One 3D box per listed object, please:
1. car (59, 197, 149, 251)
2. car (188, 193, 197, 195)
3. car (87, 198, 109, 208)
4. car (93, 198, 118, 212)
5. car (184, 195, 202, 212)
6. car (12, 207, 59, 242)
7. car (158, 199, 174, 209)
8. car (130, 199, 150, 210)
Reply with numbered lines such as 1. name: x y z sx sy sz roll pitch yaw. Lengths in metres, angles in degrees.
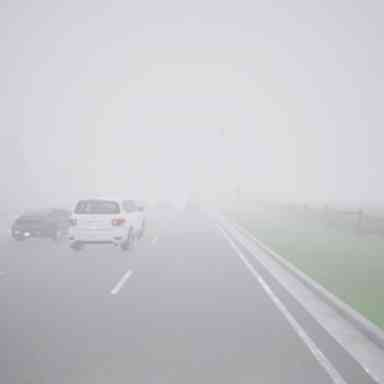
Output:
1. car: -3.400 1.225 14.195 2.150 2.045 5.566 0 0 0
2. car: 0.097 1.237 65.740 2.150 2.045 5.566 0 0 0
3. car: -13.902 1.575 49.499 1.994 1.385 4.181 0 0 0
4. car: -10.401 1.535 40.327 1.812 1.442 4.674 0 0 0
5. car: 0.100 1.488 39.067 1.882 1.535 5.008 0 0 0
6. car: -6.901 1.509 16.357 1.837 1.490 4.892 0 0 0
7. car: -3.400 1.612 44.372 1.895 1.301 4.718 0 0 0
8. car: -6.902 1.612 44.372 1.895 1.301 4.718 0 0 0
